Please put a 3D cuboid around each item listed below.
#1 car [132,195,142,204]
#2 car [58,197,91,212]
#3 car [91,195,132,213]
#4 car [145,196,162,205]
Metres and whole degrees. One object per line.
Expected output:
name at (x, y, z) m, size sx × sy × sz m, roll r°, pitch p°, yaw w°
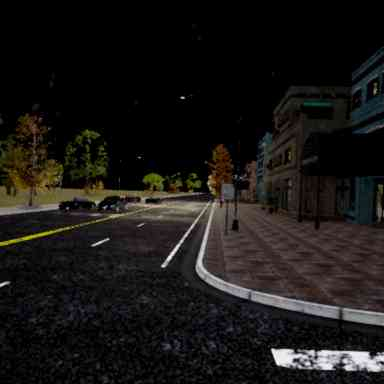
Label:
car at (-9.099, 1.101, 51.277) m, size 1.994 × 1.385 × 4.181 m, roll 2°, pitch 0°, yaw 4°
car at (-10.711, 1.118, 31.306) m, size 1.895 × 1.301 × 4.718 m, roll 2°, pitch 0°, yaw 4°
car at (-7.442, 1.154, 31.395) m, size 1.837 × 1.490 × 4.892 m, roll 2°, pitch 0°, yaw 4°
car at (-5.866, 1.290, 51.002) m, size 1.895 × 1.301 × 4.718 m, roll 2°, pitch 0°, yaw 4°
